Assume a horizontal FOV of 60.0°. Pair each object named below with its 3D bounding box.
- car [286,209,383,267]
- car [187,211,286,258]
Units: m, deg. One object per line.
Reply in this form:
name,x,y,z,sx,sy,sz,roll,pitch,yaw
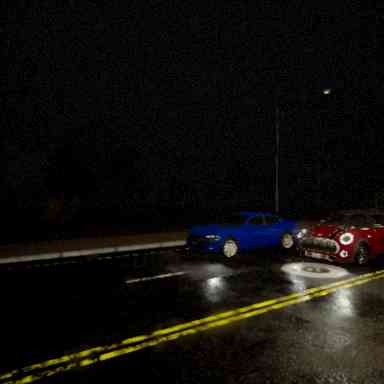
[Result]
car,5.740,1.416,11.770,4.553,1.767,2.097,0,0,-35
car,2.104,1.530,13.168,5.008,1.535,1.882,0,0,-35
